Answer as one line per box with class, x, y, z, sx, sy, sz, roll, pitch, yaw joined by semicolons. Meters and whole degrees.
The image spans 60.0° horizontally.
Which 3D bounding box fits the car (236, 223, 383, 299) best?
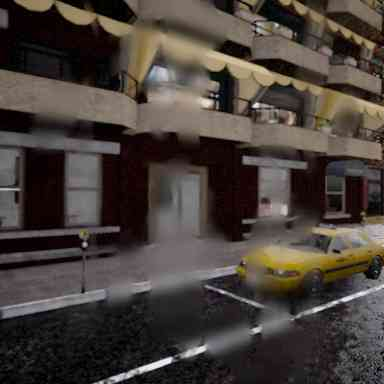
car;3.265;1.510;8.416;4.829;1.417;1.752;0;1;-35
